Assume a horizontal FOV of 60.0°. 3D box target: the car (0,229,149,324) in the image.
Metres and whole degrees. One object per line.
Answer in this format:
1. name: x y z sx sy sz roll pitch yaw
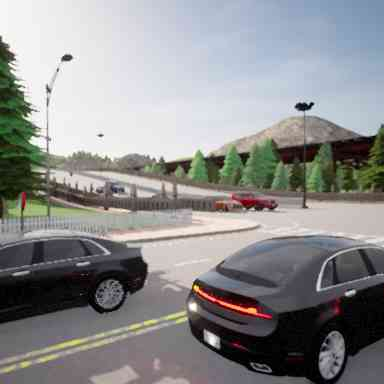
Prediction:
1. car: -3.163 1.496 6.012 4.892 1.490 1.837 -1 0 -35

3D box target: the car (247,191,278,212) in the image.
1. car: 6.360 0.934 34.964 2.150 2.045 5.566 -1 1 -37

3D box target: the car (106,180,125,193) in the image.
1. car: -14.660 -1.000 62.880 2.150 2.045 5.566 -1 8 -37

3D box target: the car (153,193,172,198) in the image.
1. car: -3.910 0.878 48.493 1.837 1.490 4.892 -1 3 -37

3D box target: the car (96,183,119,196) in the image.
1. car: -14.925 -0.218 57.345 1.837 1.490 4.892 -1 6 -36

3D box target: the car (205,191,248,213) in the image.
1. car: 3.030 1.107 33.564 2.097 1.767 4.553 -1 1 -37

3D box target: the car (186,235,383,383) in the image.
1. car: 2.204 1.452 5.318 4.892 1.490 1.837 -1 0 -35
